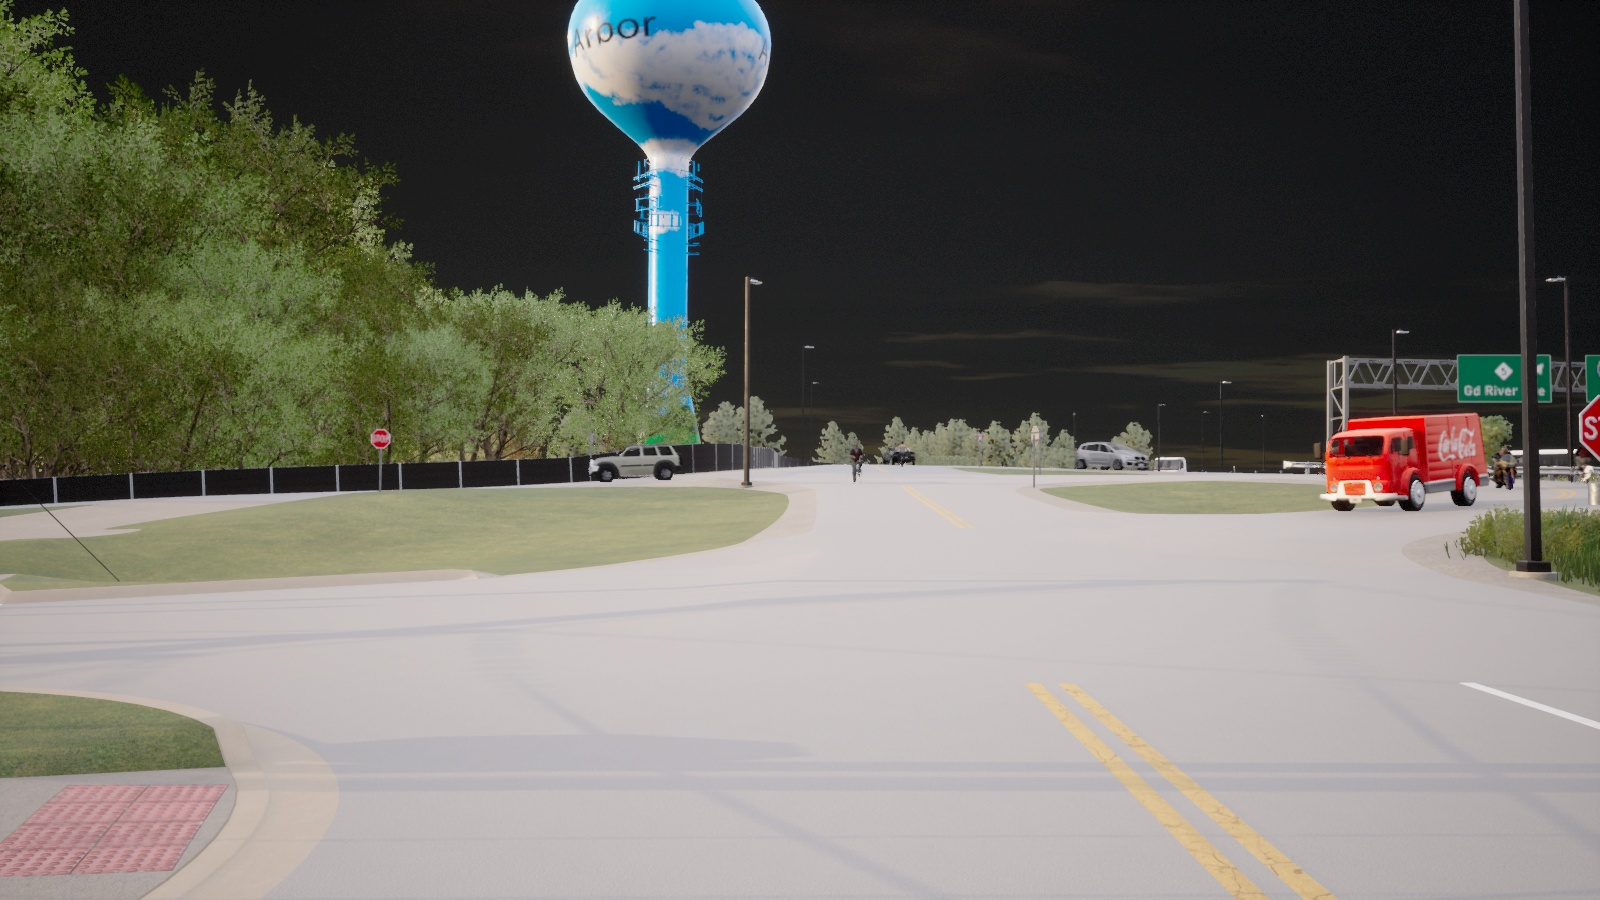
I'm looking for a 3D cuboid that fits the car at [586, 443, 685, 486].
[{"bbox_3d":[-8.088,0.714,61.630,4.605,1.855,1.932,-2,-2,-12],"label":"car"}]

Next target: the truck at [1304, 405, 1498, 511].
[{"bbox_3d":[16.225,0.192,33.803,5.204,2.467,2.627,-4,0,-39],"label":"truck"}]

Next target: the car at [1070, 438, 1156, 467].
[{"bbox_3d":[18.273,0.152,73.497,2.242,1.667,4.611,1,-1,-31],"label":"car"}]

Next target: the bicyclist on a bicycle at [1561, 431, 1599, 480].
[{"bbox_3d":[29.259,0.201,47.009,0.659,1.776,1.843,-1,0,11],"label":"bicyclist on a bicycle"}]

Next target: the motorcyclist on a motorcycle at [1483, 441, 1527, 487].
[{"bbox_3d":[24.567,0.464,43.790,0.866,1.530,2.191,-2,0,18],"label":"motorcyclist on a motorcycle"}]
